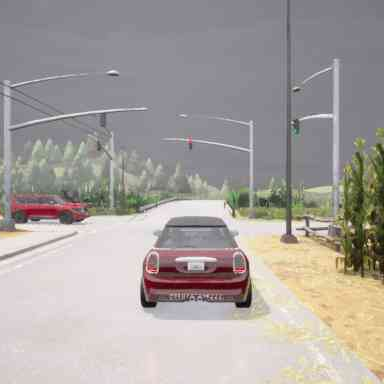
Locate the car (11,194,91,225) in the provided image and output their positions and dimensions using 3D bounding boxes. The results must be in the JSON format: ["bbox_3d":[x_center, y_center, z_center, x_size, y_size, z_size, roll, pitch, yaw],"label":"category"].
[{"bbox_3d":[-10.074,1.190,23.441,5.566,2.045,2.150,0,0,5],"label":"car"}]

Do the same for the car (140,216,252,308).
[{"bbox_3d":[0.096,1.352,8.091,2.097,1.767,4.553,0,0,1],"label":"car"}]
